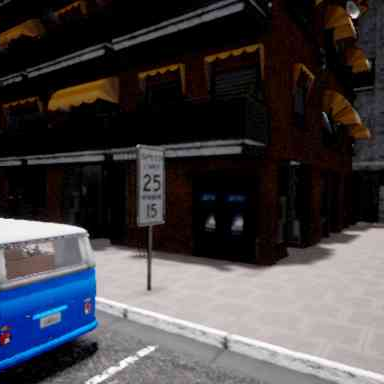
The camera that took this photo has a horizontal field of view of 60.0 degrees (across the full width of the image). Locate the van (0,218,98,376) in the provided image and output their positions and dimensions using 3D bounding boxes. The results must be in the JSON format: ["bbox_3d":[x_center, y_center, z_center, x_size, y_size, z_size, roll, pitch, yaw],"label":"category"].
[{"bbox_3d":[-3.246,1.307,5.080,3.998,1.788,1.690,0,1,34],"label":"van"}]
